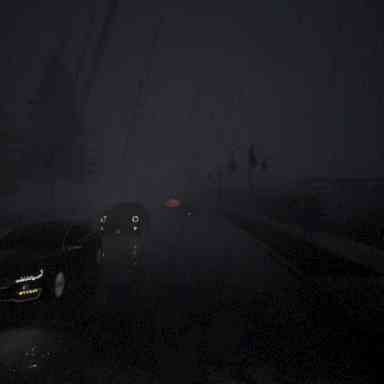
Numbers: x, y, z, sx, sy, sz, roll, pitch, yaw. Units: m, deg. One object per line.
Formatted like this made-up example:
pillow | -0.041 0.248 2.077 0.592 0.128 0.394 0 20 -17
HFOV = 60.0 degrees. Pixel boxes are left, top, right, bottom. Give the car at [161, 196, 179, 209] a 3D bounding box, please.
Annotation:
car | -2.880 1.318 45.396 2.097 1.767 4.553 0 0 -14

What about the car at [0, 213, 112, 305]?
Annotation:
car | -3.594 1.499 8.272 1.837 1.490 4.892 0 0 0

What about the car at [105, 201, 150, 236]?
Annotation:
car | -3.580 1.339 18.334 2.097 1.767 4.553 0 0 0

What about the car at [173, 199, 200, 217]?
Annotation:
car | -0.464 1.578 30.927 1.895 1.301 4.718 0 0 -6
